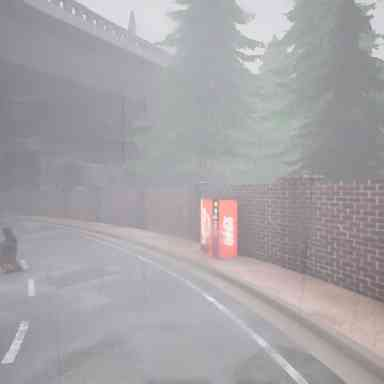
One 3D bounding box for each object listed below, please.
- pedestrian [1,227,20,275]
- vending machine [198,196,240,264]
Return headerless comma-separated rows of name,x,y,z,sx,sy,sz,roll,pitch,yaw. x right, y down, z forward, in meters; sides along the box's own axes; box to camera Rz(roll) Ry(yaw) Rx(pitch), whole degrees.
pedestrian,-5.087,1.294,9.299,0.375,1.860,0.375,0,0,-30
vending machine,0.896,1.195,11.054,1.100,2.100,0.880,0,0,-28
